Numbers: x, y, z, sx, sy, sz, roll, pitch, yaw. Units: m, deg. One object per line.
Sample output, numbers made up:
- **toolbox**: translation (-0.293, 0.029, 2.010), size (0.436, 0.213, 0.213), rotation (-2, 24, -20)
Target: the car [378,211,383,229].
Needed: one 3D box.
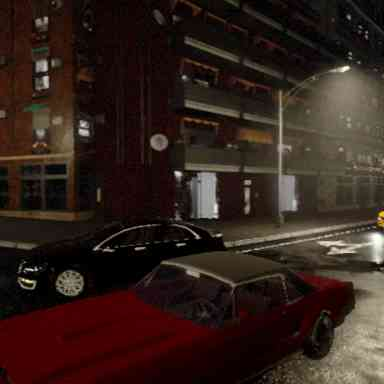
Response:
- **car**: translation (12.344, 1.309, 18.968), size (5.008, 1.535, 1.882), rotation (0, 1, -41)

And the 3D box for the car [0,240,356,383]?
- **car**: translation (0.115, 1.556, 4.198), size (4.718, 1.301, 1.895), rotation (0, 1, -40)

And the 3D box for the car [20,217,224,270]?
- **car**: translation (-1.457, 1.415, 8.090), size (4.892, 1.490, 1.837), rotation (0, 2, -25)
